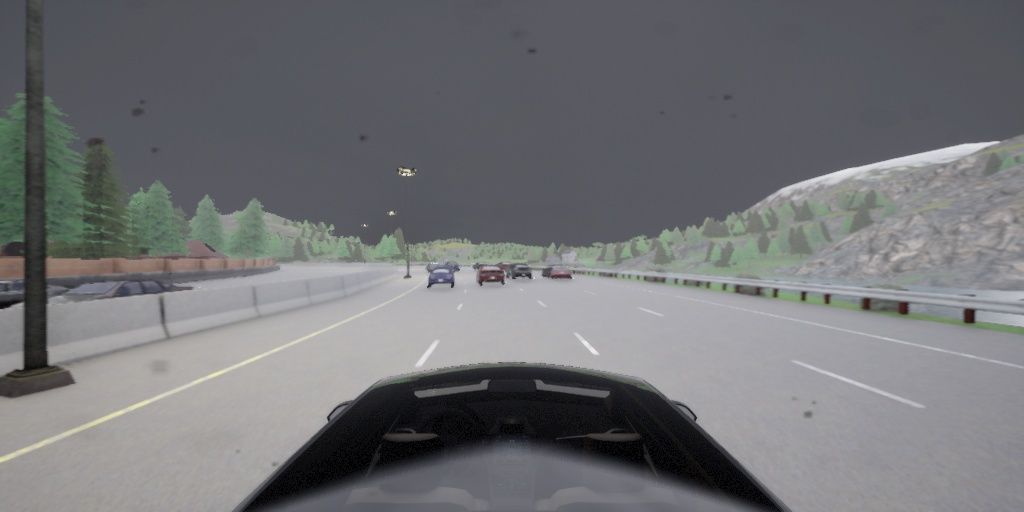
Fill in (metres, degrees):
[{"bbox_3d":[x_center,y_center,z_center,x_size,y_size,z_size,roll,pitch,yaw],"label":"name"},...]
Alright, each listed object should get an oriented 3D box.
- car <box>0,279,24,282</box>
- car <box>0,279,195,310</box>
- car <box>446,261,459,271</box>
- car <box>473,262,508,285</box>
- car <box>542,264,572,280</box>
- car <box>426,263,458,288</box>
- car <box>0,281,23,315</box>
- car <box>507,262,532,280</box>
[{"bbox_3d":[-17.788,1.548,11.918,2.128,1.511,4.902,-1,-1,-3],"label":"car"},{"bbox_3d":[-14.328,1.564,13.045,2.033,1.411,5.357,-1,0,-4],"label":"car"},{"bbox_3d":[-10.570,1.642,61.870,2.097,1.767,4.553,-1,0,-21],"label":"car"},{"bbox_3d":[-1.808,1.430,28.517,1.882,1.535,5.008,0,0,-9],"label":"car"},{"bbox_3d":[4.194,1.475,34.321,1.994,1.385,4.181,-1,0,-10],"label":"car"},{"bbox_3d":[-5.163,1.510,26.593,1.812,1.442,4.674,-1,0,-8],"label":"car"},{"bbox_3d":[-21.312,1.708,12.630,1.895,1.301,4.718,-1,0,-4],"label":"car"},{"bbox_3d":[0.637,1.464,34.397,1.837,1.490,4.892,0,0,-10],"label":"car"}]
